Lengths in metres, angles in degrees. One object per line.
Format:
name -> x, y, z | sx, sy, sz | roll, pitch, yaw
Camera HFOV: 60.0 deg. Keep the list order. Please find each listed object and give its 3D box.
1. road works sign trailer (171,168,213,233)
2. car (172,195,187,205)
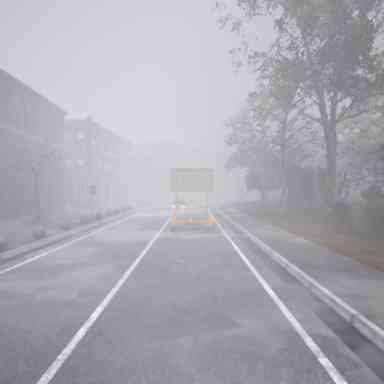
road works sign trailer -> -0.002, 0.401, 19.080 | 2.380, 3.560, 2.880 | 0, 0, 0
car -> -2.000, 1.316, 53.702 | 1.837, 1.490, 4.892 | 0, 0, 7
